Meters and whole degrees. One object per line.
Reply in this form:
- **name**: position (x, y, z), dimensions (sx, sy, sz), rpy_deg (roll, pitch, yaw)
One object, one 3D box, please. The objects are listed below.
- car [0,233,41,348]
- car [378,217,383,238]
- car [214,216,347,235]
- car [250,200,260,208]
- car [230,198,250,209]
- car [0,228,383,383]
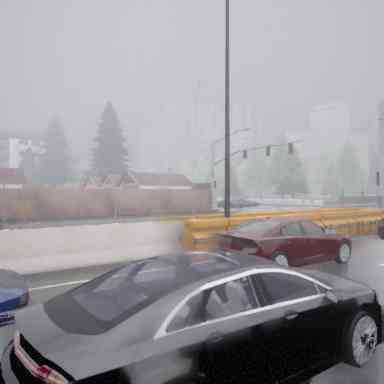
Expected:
- **car**: position (-5.104, 1.547, 4.398), dimensions (5.357, 1.411, 2.033), rpy_deg (0, 0, -36)
- **car**: position (10.606, 1.504, 15.659), dimensions (4.892, 1.490, 1.837), rpy_deg (0, 0, -36)
- **car**: position (2.894, 1.477, 10.129), dimensions (5.008, 1.535, 1.882), rpy_deg (0, 0, -36)
- **car**: position (7.462, 1.546, 48.283), dimensions (2.033, 1.411, 5.357), rpy_deg (0, 0, -34)
- **car**: position (5.365, 1.562, 45.052), dimensions (1.994, 1.385, 4.181), rpy_deg (0, 0, -33)
- **car**: position (0.470, 1.492, 4.089), dimensions (4.902, 1.511, 2.128), rpy_deg (0, 0, -36)
